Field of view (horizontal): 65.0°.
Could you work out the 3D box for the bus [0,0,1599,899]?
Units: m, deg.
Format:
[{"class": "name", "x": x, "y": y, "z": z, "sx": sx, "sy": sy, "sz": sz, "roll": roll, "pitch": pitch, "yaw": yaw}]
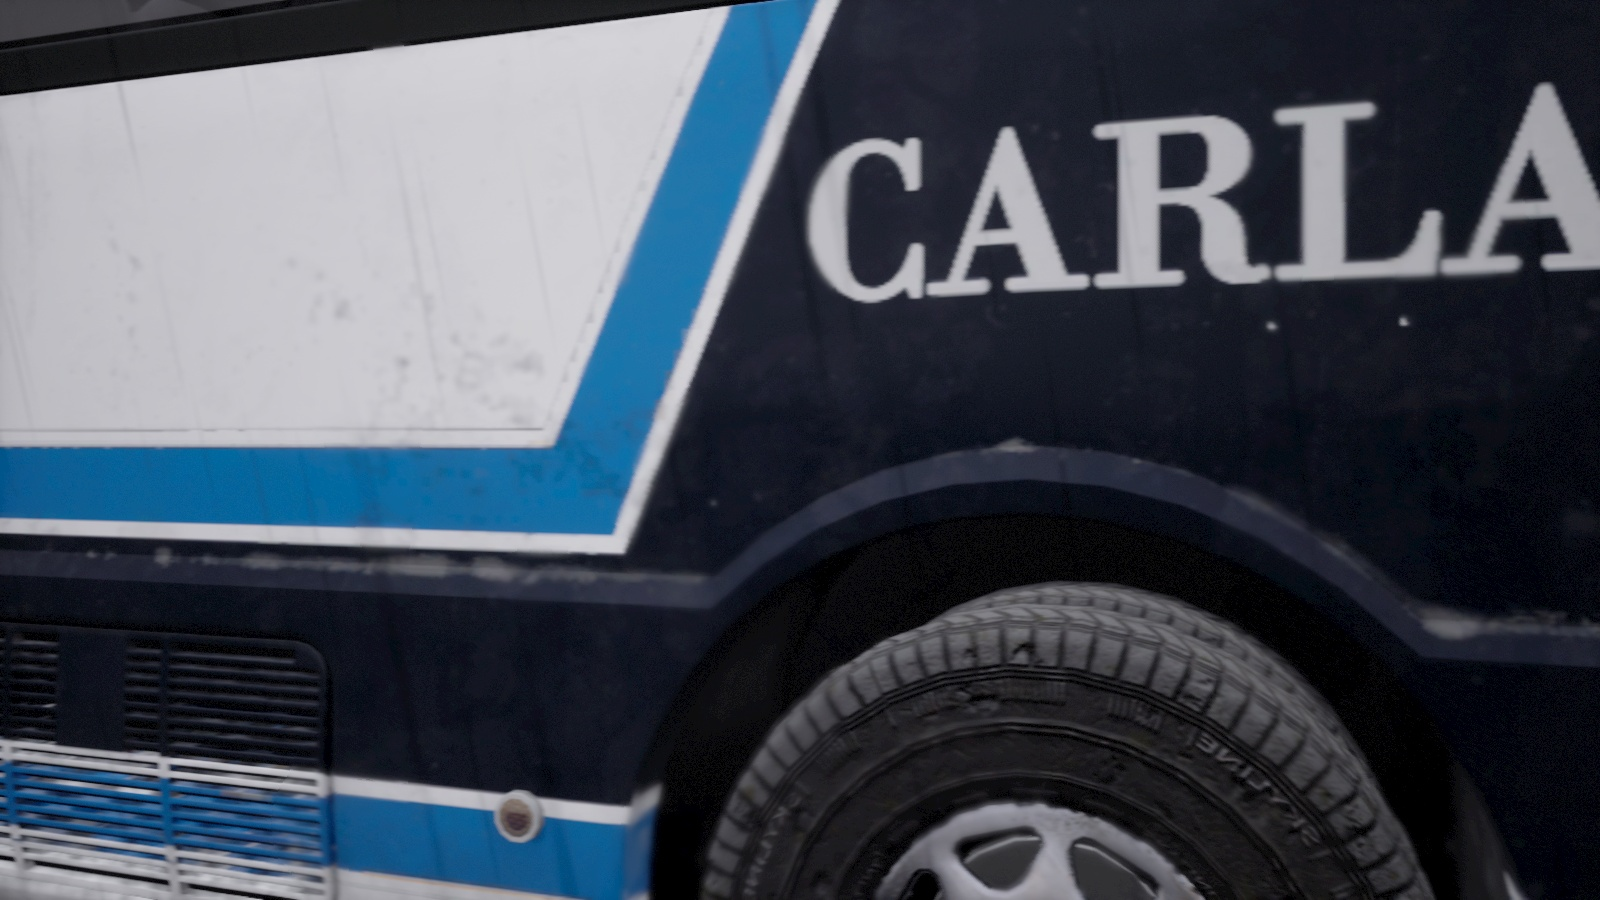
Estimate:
[{"class": "bus", "x": -1.638, "y": -0.627, "z": 4.286, "sx": 10.273, "sy": 4.253, "sz": 3.944, "roll": 1, "pitch": 1, "yaw": 19}]
